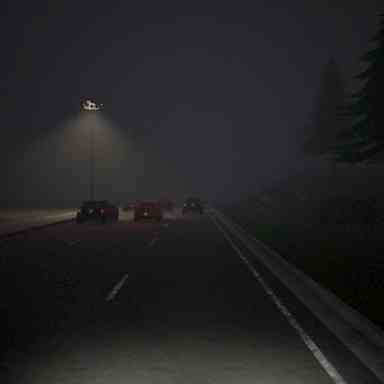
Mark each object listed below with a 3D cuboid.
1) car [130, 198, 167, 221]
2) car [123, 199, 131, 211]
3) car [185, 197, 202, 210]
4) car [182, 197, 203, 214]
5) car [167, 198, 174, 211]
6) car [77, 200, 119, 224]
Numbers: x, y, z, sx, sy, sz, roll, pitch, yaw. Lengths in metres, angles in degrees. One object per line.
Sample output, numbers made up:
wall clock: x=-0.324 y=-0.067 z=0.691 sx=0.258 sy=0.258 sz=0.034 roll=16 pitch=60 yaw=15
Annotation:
car: x=-3.399 y=1.478 z=26.894 sx=1.882 sy=1.535 sz=5.008 roll=0 pitch=-1 yaw=0
car: x=-6.864 y=1.564 z=39.739 sx=1.994 sy=1.385 sz=4.181 roll=0 pitch=0 yaw=1
car: x=0.260 y=1.491 z=44.417 sx=2.128 sy=1.511 sz=4.902 roll=0 pitch=0 yaw=2
car: x=0.096 y=1.352 z=35.204 sx=2.097 sy=1.767 sz=4.553 roll=0 pitch=0 yaw=0
car: x=-3.344 y=1.477 z=41.155 sx=1.882 sy=1.535 sz=5.008 roll=0 pitch=0 yaw=1
car: x=-6.900 y=1.353 z=24.815 sx=2.097 sy=1.767 sz=4.553 roll=0 pitch=0 yaw=0
